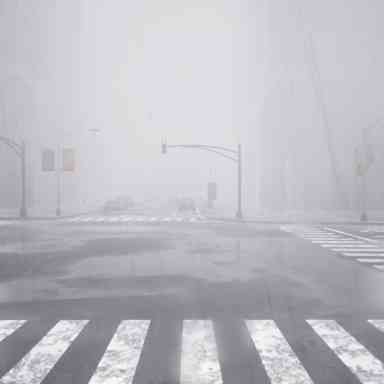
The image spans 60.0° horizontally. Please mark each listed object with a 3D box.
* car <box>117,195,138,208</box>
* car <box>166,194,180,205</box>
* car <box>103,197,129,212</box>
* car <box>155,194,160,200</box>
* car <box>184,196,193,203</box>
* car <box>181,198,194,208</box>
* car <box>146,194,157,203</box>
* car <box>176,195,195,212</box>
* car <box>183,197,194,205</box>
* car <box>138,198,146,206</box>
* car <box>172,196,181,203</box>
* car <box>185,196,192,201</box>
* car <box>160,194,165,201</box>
[{"bbox_3d":[-9.120,1.335,44.374,2.192,1.841,5.009,0,0,0],"label":"car"},{"bbox_3d":[-3.354,1.562,62.444,1.837,1.490,4.892,0,-2,0],"label":"car"},{"bbox_3d":[-9.090,1.574,38.948,1.947,1.339,4.313,0,0,0],"label":"car"},{"bbox_3d":[-9.295,1.417,76.930,2.192,1.841,5.009,0,0,0],"label":"car"},{"bbox_3d":[-0.741,1.612,71.710,1.752,1.417,4.829,0,0,0],"label":"car"},{"bbox_3d":[-0.623,1.614,49.840,1.802,1.307,4.206,0,0,0],"label":"car"},{"bbox_3d":[-9.265,1.668,71.504,1.802,1.307,4.206,0,0,0],"label":"car"},{"bbox_3d":[-0.566,1.448,38.991,1.967,1.590,4.097,0,0,0],"label":"car"},{"bbox_3d":[-0.682,1.603,60.690,1.887,1.381,4.507,0,0,0],"label":"car"},{"bbox_3d":[-9.176,1.570,55.056,1.752,1.417,4.829,0,0,0],"label":"car"},{"bbox_3d":[-3.522,1.651,75.843,1.994,1.385,4.181,0,0,0],"label":"car"},{"bbox_3d":[-0.857,1.695,93.240,1.887,1.381,4.507,0,0,0],"label":"car"},{"bbox_3d":[-9.381,1.695,93.207,1.887,1.381,4.507,0,0,0],"label":"car"}]
